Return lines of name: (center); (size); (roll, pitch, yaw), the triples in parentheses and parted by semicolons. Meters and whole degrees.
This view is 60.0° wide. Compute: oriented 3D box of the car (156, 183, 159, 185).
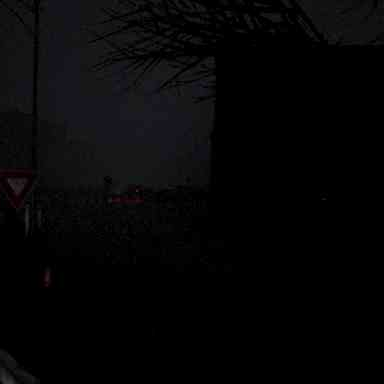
car: (-12.516, -1.307, 92.184); (4.892, 1.521, 2.231); (2, 2, 15)

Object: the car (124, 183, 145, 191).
car: (-14.575, -1.243, 84.173); (4.553, 1.767, 2.185); (2, 2, 15)

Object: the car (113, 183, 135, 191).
car: (-16.027, -1.113, 78.854); (4.553, 1.767, 2.185); (2, 2, 15)

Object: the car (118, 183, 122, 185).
car: (-17.908, -0.778, 70.801); (5.366, 1.575, 1.946); (2, 2, 15)

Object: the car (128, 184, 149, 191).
car: (-13.907, -1.182, 86.850); (4.892, 1.521, 2.231); (2, 2, 15)

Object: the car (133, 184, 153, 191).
car: (-13.212, -1.246, 89.517); (4.892, 1.521, 2.231); (2, 2, 15)

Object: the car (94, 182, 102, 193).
car: (-20.180, -0.574, 62.849); (4.892, 1.521, 2.231); (2, 2, 15)

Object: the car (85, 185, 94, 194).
car: (-20.837, -0.634, 60.163); (4.553, 1.767, 2.185); (2, 2, 15)

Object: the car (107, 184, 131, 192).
car: (-16.701, -0.919, 76.184); (5.008, 1.535, 2.097); (2, 2, 15)

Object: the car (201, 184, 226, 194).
car: (5.216, -0.705, 80.136); (5.566, 2.045, 2.435); (2, 2, 15)

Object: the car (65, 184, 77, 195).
car: (-22.267, -0.385, 54.843); (5.008, 1.535, 2.097); (2, 2, 15)

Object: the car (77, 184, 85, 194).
car: (-21.565, -0.407, 57.508); (4.674, 1.452, 2.002); (2, 2, 15)

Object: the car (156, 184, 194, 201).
car: (-2.522, 0.178, 50.567); (4.553, 1.767, 2.185); (2, 2, 15)

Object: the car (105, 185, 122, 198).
car: (-10.641, 0.139, 49.895); (1.812, 1.442, 4.674); (2, 2, 15)

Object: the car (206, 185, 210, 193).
car: (0.286, 0.030, 61.459); (5.008, 1.535, 2.097); (2, 2, 15)

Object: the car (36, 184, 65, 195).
car: (-22.924, -0.451, 52.157); (4.553, 1.767, 2.185); (2, 2, 15)

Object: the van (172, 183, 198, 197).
van: (-1.926, 0.009, 53.414); (4.442, 1.987, 1.878); (2, 2, 15)

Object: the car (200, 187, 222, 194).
car: (4.475, -0.348, 77.466); (4.674, 1.452, 2.002); (2, 2, 15)

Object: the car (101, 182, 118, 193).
car: (-18.803, -0.965, 68.180); (5.566, 2.045, 2.435); (2, 2, 15)

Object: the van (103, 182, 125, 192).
van: (-17.272, -1.072, 73.479); (4.442, 1.987, 1.878); (2, 2, 15)

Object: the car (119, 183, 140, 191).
car: (-15.331, -1.180, 81.520); (4.553, 1.767, 2.185); (2, 2, 15)

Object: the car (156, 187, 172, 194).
car: (-5.713, -0.279, 68.966); (1.895, 1.301, 4.718); (2, 2, 15)

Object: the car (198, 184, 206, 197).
car: (-0.411, -0.020, 58.637); (4.553, 1.767, 2.185); (2, 2, 15)

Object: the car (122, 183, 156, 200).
car: (-7.745, -0.062, 49.112); (2.150, 2.045, 5.566); (2, 2, 15)

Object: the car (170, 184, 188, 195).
car: (-2.590, -0.591, 69.003); (2.150, 2.045, 5.566); (2, 2, 15)

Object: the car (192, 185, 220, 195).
car: (3.084, -0.505, 72.208); (5.566, 2.045, 2.435); (2, 2, 15)
